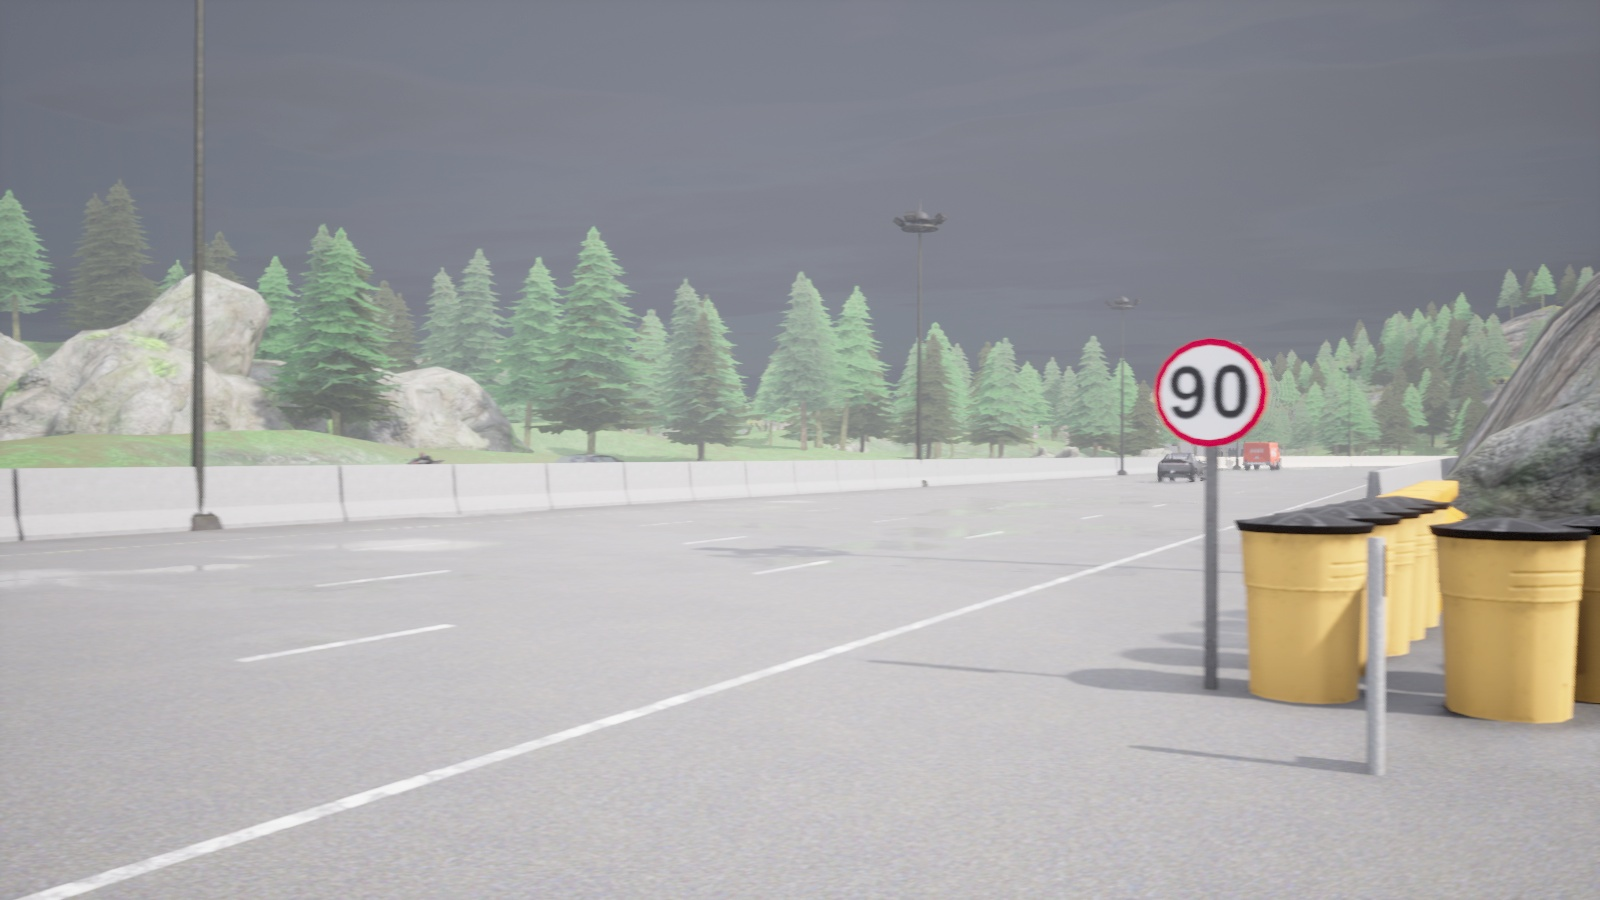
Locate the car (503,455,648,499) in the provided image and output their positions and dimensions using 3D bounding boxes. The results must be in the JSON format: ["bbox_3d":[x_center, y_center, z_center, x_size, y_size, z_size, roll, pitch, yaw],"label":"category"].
[{"bbox_3d":[-7.621,0.880,43.275,2.033,1.411,5.357,0,0,28],"label":"car"}]

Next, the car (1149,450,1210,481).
[{"bbox_3d":[19.648,0.783,64.897,2.128,1.511,4.902,0,0,28],"label":"car"}]
